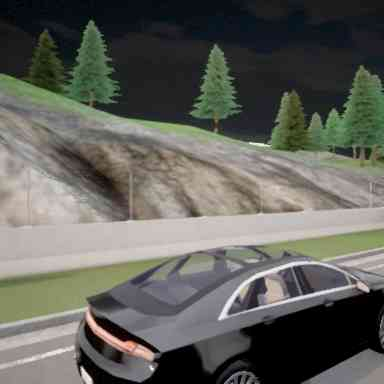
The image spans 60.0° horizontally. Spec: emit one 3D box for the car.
[{"bbox_3d":[1.013,1.490,4.462,4.902,1.511,2.128,0,0,-36],"label":"car"}]
